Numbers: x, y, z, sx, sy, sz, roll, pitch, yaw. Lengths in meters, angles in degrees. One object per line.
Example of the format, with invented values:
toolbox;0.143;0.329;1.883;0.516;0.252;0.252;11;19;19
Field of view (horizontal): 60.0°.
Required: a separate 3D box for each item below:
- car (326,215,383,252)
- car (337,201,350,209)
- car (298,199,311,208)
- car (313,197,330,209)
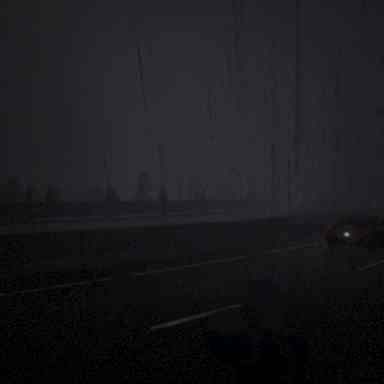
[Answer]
car;7.743;1.721;14.914;4.181;1.385;1.994;1;-1;-44
car;27.475;2.309;60.356;1.812;1.442;4.674;0;-1;18
car;20.592;2.361;61.783;1.895;1.301;4.718;0;-1;18
car;24.188;2.008;61.503;2.150;2.045;5.566;0;-1;17
